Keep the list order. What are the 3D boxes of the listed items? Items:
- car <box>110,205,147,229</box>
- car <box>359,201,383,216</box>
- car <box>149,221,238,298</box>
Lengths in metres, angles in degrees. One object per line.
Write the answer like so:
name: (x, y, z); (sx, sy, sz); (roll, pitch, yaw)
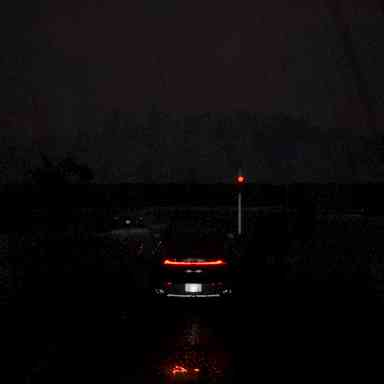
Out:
car: (-4.011, 1.564, 21.480); (1.994, 1.385, 4.181); (0, 0, -8)
car: (18.203, 1.564, 31.591); (4.181, 1.385, 1.994); (0, 0, 0)
car: (0.053, 1.505, 8.512); (1.837, 1.490, 4.892); (0, 0, 1)
